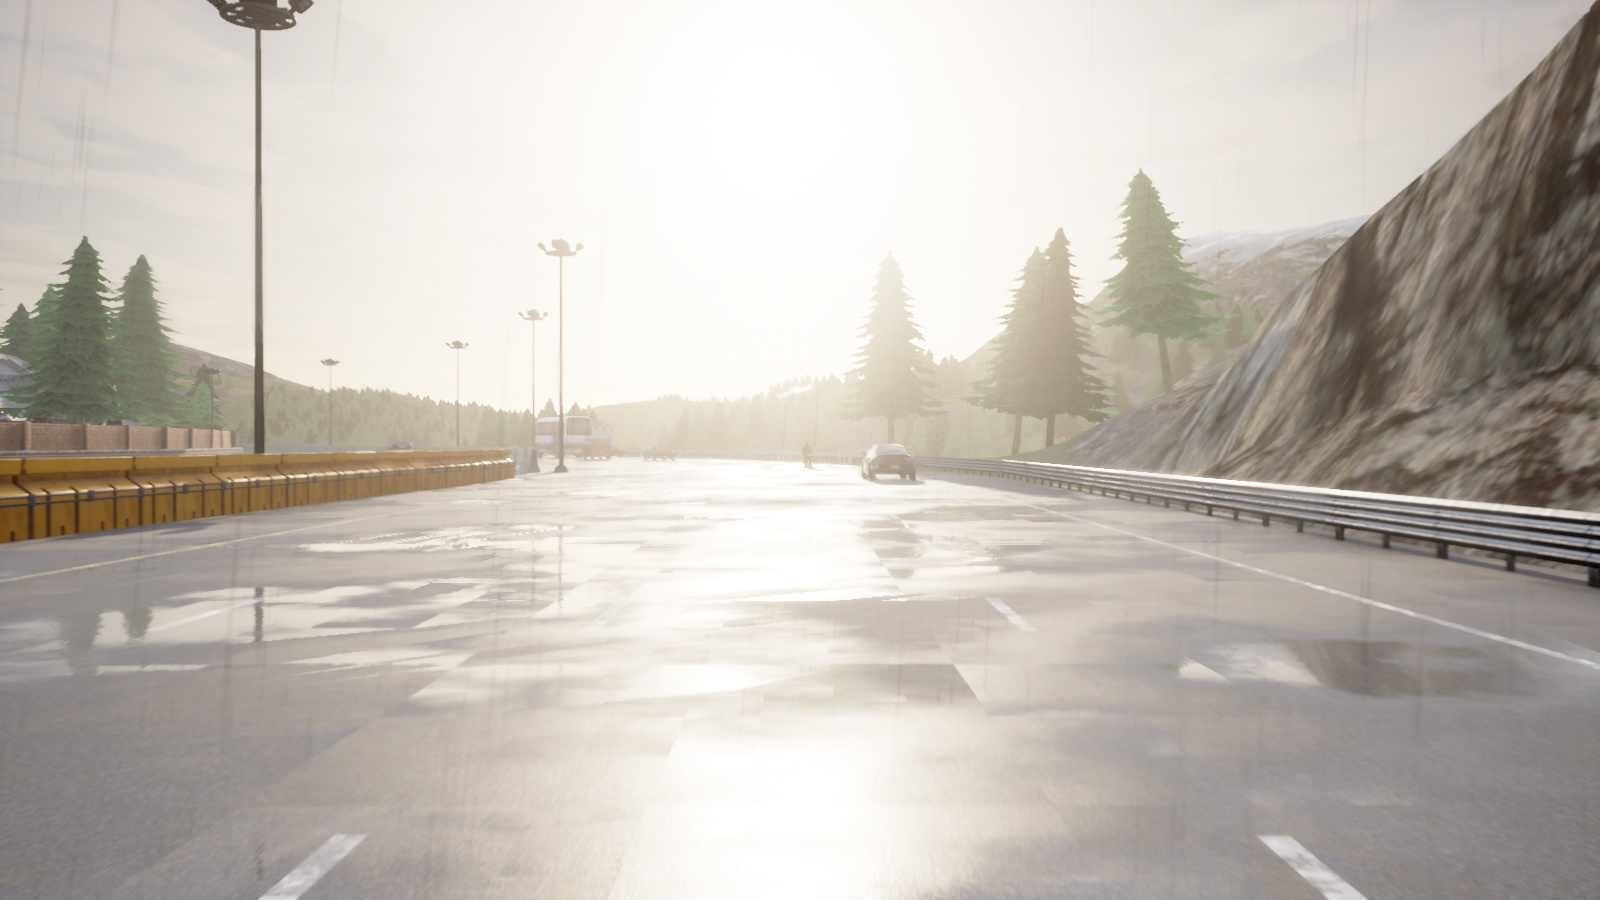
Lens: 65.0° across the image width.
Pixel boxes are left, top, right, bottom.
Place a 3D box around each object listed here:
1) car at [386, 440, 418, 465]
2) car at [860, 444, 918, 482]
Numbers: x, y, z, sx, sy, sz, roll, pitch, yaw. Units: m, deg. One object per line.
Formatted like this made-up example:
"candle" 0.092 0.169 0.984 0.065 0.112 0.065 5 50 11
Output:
"car" -26.049 0.160 82.257 1.851 1.617 3.988 0 0 -15
"car" 3.558 0.487 51.073 1.812 1.442 4.674 0 0 -3
